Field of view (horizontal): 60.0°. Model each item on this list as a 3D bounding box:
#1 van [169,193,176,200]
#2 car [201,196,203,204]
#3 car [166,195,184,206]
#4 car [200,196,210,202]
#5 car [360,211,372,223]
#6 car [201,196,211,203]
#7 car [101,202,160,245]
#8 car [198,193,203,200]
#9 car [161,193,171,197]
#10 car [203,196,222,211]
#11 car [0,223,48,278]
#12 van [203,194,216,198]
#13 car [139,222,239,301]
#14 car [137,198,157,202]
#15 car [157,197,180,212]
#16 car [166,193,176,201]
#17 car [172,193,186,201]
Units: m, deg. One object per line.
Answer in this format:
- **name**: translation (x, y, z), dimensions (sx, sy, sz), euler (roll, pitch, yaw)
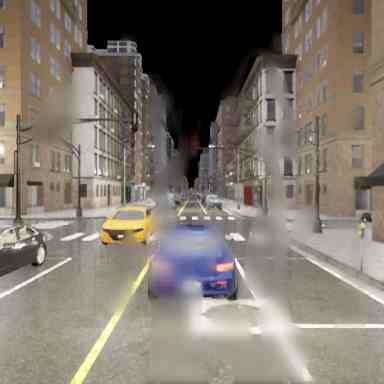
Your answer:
- **van**: translation (-5.186, 1.293, 89.712), dimensions (1.690, 1.788, 3.998), euler (0, 0, 0)
- **car**: translation (2.789, 1.554, 51.847), dimensions (1.802, 1.307, 4.206), euler (0, 0, 0)
- **car**: translation (-2.688, 1.572, 53.912), dimensions (1.895, 1.301, 4.718), euler (0, 0, 0)
- **car**: translation (2.856, 1.511, 73.472), dimensions (2.008, 1.369, 4.403), euler (0, 0, 0)
- **car**: translation (15.136, 1.626, 23.955), dimensions (5.357, 1.411, 2.033), euler (0, 0, 0)
- **car**: translation (2.839, 1.529, 68.066), dimensions (1.947, 1.339, 4.313), euler (0, 0, 0)
- **car**: translation (-2.804, 1.466, 15.594), dimensions (1.882, 1.535, 5.008), euler (0, 0, 0)
- **car**: translation (2.823, 1.281, 62.660), dimensions (2.192, 1.841, 5.009), euler (0, 0, 0)
- **car**: translation (-5.248, 1.409, 57.275), dimensions (1.967, 1.590, 4.097), euler (0, 0, 0)
- **car**: translation (2.756, 1.528, 41.035), dimensions (2.008, 1.369, 4.403), euler (0, 0, 0)
- **car**: translation (-5.362, 1.547, 8.775), dimensions (2.008, 1.369, 4.403), euler (0, 0, 0)
- **van**: translation (2.773, 1.316, 46.441), dimensions (1.690, 1.788, 3.998), euler (0, 0, 0)
- **car**: translation (0.042, 1.522, 8.212), dimensions (1.812, 1.442, 4.674), euler (0, 0, 1)
- **car**: translation (-5.288, 1.532, 35.650), dimensions (2.008, 1.369, 4.403), euler (0, 0, 0)
- **car**: translation (-2.743, 1.544, 38.026), dimensions (1.994, 1.385, 4.181), euler (0, 0, 0)
- **car**: translation (-5.197, 1.270, 84.306), dimensions (2.192, 1.841, 5.009), euler (0, 0, 0)
- **car**: translation (-2.555, 1.434, 68.874), dimensions (1.994, 1.385, 4.181), euler (0, 0, 0)
